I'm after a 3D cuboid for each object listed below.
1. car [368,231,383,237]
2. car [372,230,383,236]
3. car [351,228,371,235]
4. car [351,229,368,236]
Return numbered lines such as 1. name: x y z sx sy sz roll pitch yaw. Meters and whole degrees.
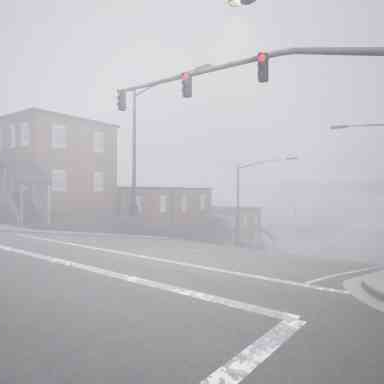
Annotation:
1. car: 42.863 9.331 74.266 4.974 1.542 2.038 0 0 1
2. car: 42.916 9.174 74.265 4.536 1.218 1.853 0 0 1
3. car: 39.192 9.156 77.112 1.853 1.218 4.536 0 0 -9
4. car: 39.200 9.314 77.061 2.038 1.542 4.974 0 0 -9
